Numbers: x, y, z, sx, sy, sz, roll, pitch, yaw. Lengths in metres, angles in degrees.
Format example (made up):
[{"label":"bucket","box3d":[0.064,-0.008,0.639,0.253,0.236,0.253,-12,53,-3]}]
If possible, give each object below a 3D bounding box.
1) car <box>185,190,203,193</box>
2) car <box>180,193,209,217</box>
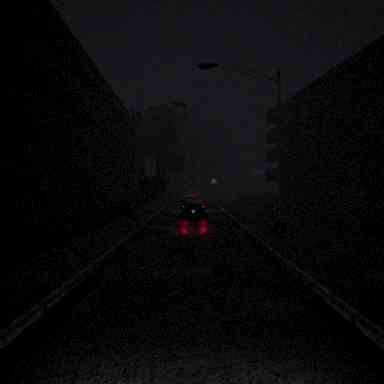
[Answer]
[{"label":"car","box3d":[0.099,0.435,42.863,1.882,1.535,5.008,0,1,0]},{"label":"car","box3d":[0.096,1.101,25.616,1.812,1.442,4.674,0,2,0]}]
